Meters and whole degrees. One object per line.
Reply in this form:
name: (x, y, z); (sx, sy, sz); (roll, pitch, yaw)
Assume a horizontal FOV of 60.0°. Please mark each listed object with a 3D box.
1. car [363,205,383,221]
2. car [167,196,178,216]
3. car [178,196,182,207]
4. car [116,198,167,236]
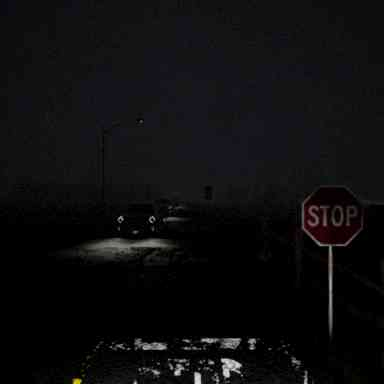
car: (15.890, 1.839, 29.413); (4.674, 1.442, 1.812); (1, -1, -20)
car: (-2.770, 1.381, 32.269); (2.097, 1.767, 4.553); (0, 0, 0)
car: (-2.784, 1.427, 53.534); (2.097, 1.767, 4.553); (0, 0, 0)
car: (-2.760, 1.361, 18.366); (2.097, 1.767, 4.553); (0, 0, 0)
